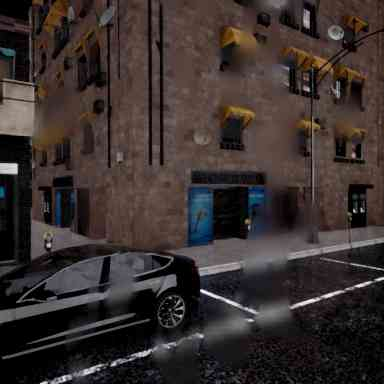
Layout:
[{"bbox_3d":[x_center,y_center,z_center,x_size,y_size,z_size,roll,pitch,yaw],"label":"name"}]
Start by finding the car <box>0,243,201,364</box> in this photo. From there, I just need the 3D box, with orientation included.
[{"bbox_3d":[-1.837,1.566,5.256,4.313,1.339,1.947,0,0,-36],"label":"car"}]
